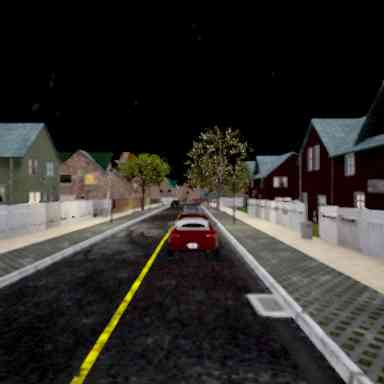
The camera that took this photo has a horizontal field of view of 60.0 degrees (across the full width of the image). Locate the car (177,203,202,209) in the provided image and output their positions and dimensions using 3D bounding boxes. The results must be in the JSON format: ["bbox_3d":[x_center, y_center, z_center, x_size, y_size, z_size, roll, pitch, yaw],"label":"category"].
[{"bbox_3d":[0.039,1.795,26.956,1.895,1.301,4.718,0,0,1],"label":"car"}]

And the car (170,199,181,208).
[{"bbox_3d":[-2.799,2.042,58.255,1.837,1.490,4.892,0,0,0],"label":"car"}]

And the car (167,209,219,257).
[{"bbox_3d":[0.054,1.612,13.244,1.812,1.442,4.674,0,0,1],"label":"car"}]
